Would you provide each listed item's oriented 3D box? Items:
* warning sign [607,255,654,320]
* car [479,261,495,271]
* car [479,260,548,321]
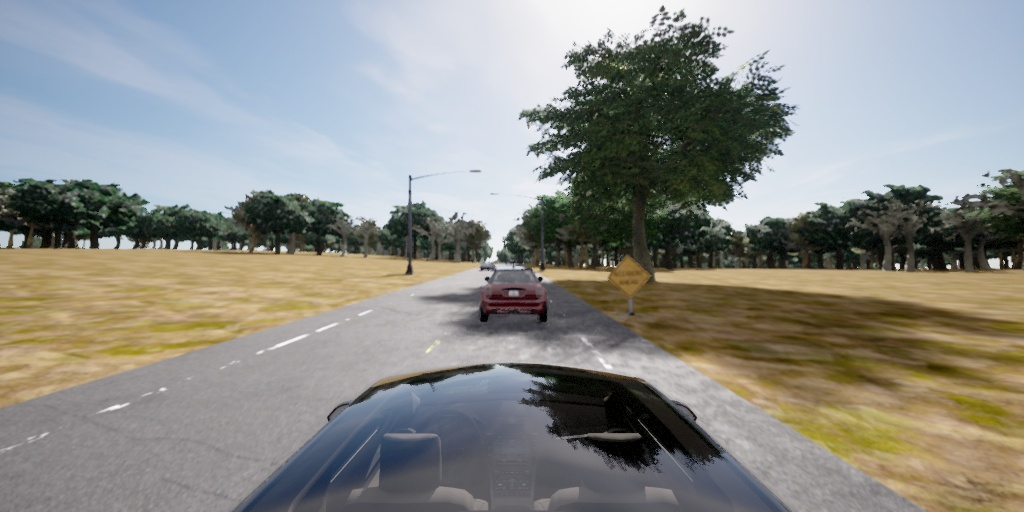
[{"bbox_3d":[3.551,0.893,10.687,1.300,1.860,1.060,0,0,0],"label":"warning sign"},{"bbox_3d":[-3.566,1.482,52.152,1.994,1.385,4.181,0,0,0],"label":"car"},{"bbox_3d":[0.068,1.135,12.802,2.097,1.767,4.553,0,0,0],"label":"car"}]
